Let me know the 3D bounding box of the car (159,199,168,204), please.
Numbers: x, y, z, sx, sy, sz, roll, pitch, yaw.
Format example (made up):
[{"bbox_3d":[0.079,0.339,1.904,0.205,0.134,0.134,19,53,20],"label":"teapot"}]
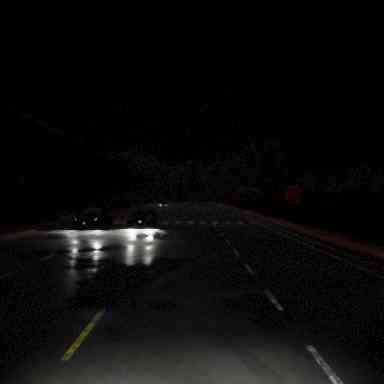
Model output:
[{"bbox_3d":[-7.400,2.486,86.976,1.837,1.490,4.892,0,-1,-1],"label":"car"}]

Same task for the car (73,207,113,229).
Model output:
[{"bbox_3d":[-7.019,1.799,24.019,1.812,1.442,4.674,0,-1,1],"label":"car"}]

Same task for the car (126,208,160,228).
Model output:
[{"bbox_3d":[-3.516,1.843,24.476,1.994,1.385,4.181,0,-1,0],"label":"car"}]
